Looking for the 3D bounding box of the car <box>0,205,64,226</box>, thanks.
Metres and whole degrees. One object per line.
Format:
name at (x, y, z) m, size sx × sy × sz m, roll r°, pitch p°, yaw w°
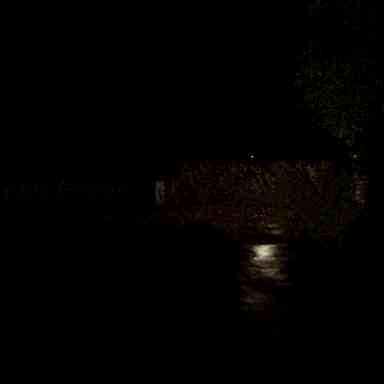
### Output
car at (-11.600, 1.556, 23.164) m, size 1.895 × 1.301 × 4.718 m, roll 0°, pitch 0°, yaw 40°
